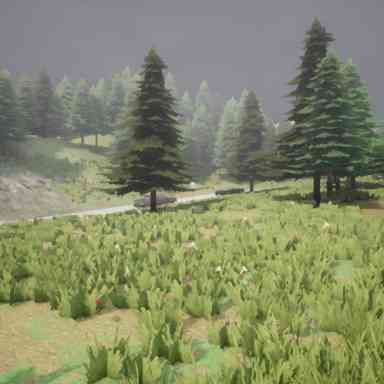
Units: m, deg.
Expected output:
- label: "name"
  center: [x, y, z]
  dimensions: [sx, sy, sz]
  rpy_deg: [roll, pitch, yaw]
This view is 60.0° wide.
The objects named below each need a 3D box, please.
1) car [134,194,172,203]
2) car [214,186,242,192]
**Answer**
- label: "car"
  center: [-4.036, 0.974, 37.331]
  dimensions: [2.033, 1.411, 5.357]
  rpy_deg: [0, 5, 45]
- label: "car"
  center: [5.317, -0.126, 46.649]
  dimensions: [4.718, 1.301, 1.895]
  rpy_deg: [-7, 5, -43]
